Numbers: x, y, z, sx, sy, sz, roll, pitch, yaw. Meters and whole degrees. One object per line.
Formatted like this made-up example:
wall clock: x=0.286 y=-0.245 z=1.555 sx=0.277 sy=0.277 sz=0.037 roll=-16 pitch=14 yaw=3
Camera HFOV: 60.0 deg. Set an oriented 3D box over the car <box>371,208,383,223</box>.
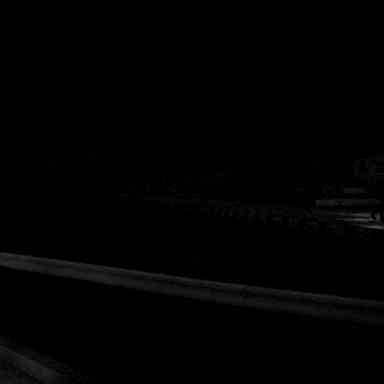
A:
car: x=14.684 y=1.450 z=22.758 sx=1.837 sy=1.490 sz=4.892 roll=0 pitch=0 yaw=-19
